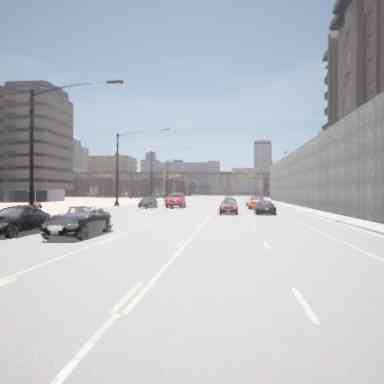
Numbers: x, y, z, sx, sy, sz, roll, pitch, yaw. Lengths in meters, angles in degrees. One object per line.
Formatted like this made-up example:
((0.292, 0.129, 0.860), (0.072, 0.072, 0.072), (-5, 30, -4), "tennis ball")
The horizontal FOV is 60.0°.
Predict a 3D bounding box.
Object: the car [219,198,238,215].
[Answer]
((3.728, 1.561, 33.743), (1.895, 1.301, 4.718), (0, 0, 7), "car")

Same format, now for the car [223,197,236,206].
((6.048, 1.501, 53.562), (1.994, 1.385, 4.181), (0, 0, 7), "car")

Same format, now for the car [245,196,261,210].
((8.344, 1.318, 43.213), (2.097, 1.767, 4.553), (0, 0, 7), "car")

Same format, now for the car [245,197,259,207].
((9.527, 1.556, 53.179), (1.895, 1.301, 4.718), (0, 0, 7), "car")

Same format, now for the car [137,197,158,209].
((-5.736, 1.402, 43.789), (1.837, 1.490, 4.892), (0, 0, 7), "car")

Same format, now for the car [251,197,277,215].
((7.274, 1.542, 33.321), (1.994, 1.385, 4.181), (0, 0, 6), "car")

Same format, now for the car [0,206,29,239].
((-8.967, 1.451, 17.021), (1.812, 1.442, 4.674), (0, 0, 7), "car")

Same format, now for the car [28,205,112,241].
((-5.511, 1.435, 16.440), (2.128, 1.511, 4.902), (0, 0, 7), "car")

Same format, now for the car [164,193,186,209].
((-2.139, 1.135, 44.296), (2.150, 2.045, 5.566), (0, 0, 7), "car")
